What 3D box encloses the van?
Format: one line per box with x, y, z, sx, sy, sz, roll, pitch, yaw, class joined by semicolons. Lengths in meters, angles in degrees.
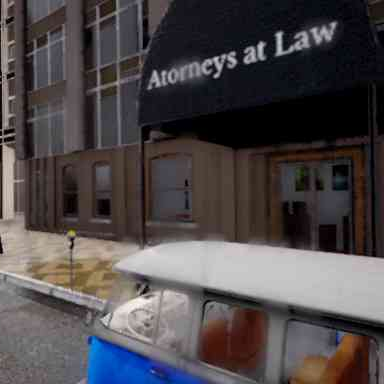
0.978;1.341;2.195;3.998;1.788;1.690;0;-1;36;van
